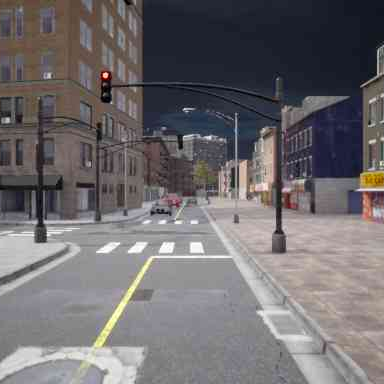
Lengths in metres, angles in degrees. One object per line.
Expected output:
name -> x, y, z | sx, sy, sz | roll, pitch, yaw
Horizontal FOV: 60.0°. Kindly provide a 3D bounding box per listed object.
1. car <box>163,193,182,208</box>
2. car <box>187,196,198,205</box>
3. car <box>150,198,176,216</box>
car -> -2.903, 1.233, 47.563 | 2.150, 2.045, 5.566 | 0, 0, 0
car -> 0.026, 1.511, 59.308 | 2.128, 1.511, 4.902 | 0, 0, 0
car -> -2.889, 1.568, 32.141 | 1.994, 1.385, 4.181 | 0, 0, 0
